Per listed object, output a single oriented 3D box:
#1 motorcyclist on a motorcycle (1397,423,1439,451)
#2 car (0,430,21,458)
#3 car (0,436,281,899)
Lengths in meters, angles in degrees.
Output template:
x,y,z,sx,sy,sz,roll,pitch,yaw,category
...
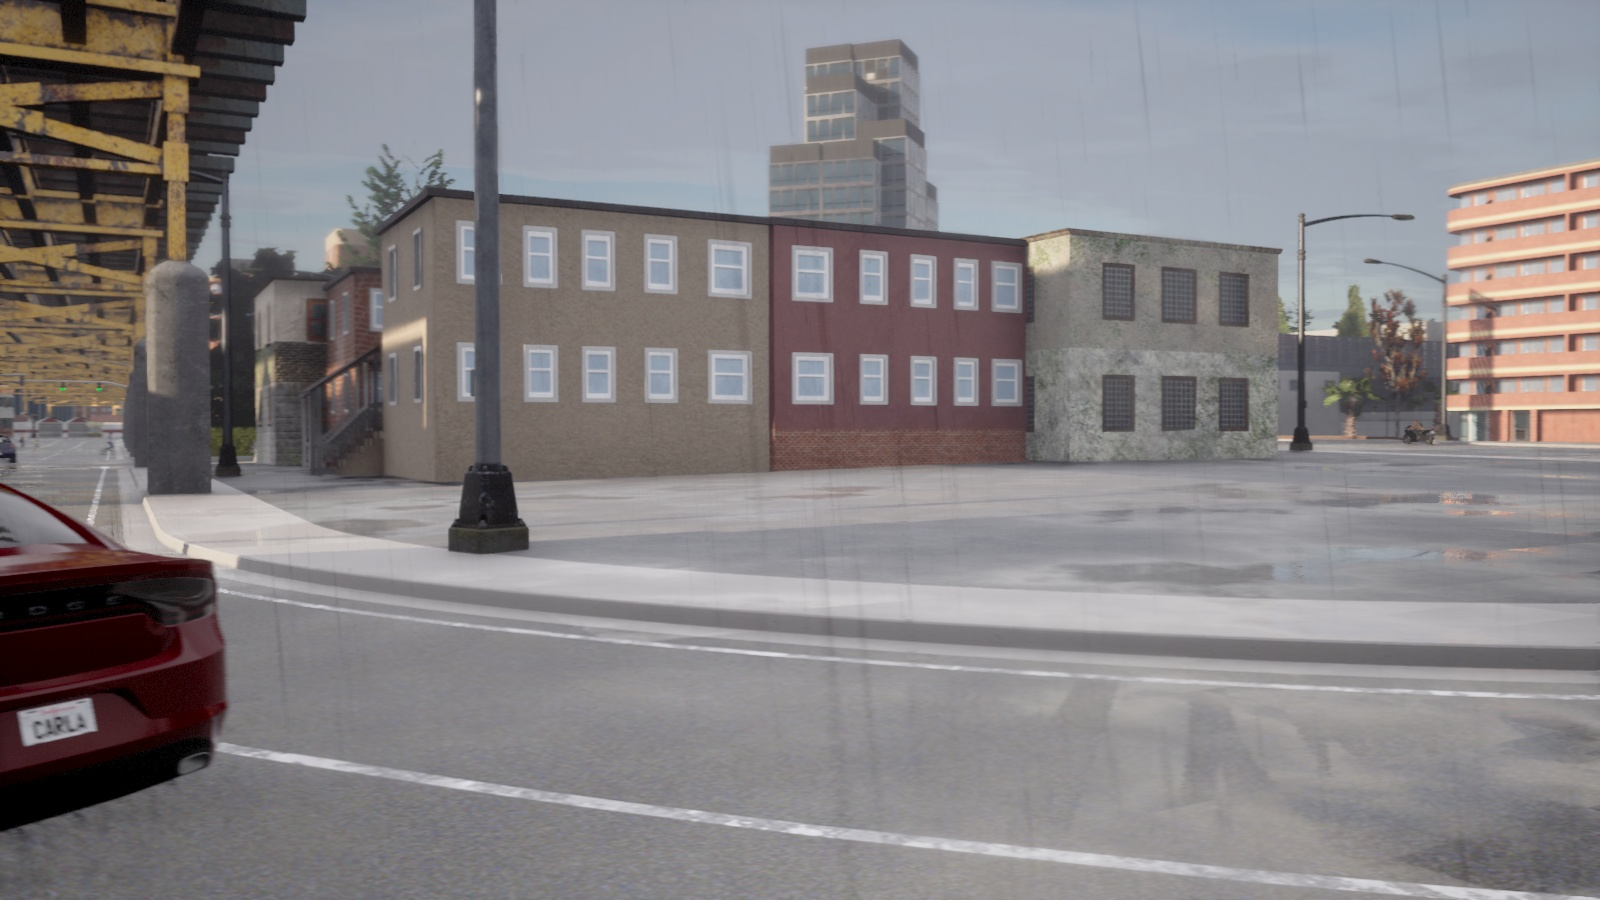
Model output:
x,y,z,sx,sy,sz,roll,pitch,yaw,category
35.555,-0.763,72.218,0.797,1.523,2.044,0,2,-29,motorcyclist on a motorcycle
-43.857,-0.343,68.820,1.845,1.501,3.633,0,1,-34,car
-4.734,0.707,5.364,5.008,1.535,1.882,1,1,28,car
